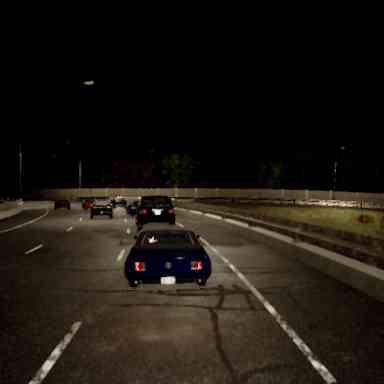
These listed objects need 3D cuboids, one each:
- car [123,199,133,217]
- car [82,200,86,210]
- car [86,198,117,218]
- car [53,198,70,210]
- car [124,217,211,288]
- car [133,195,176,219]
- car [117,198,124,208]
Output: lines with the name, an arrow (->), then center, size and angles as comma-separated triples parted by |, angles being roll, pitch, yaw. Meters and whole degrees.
car -> -5.174, 1.575, 32.009 | 1.994, 1.385, 4.181 | 0, 0, -17
car -> -13.211, 1.582, 43.512 | 1.994, 1.385, 4.181 | 0, 0, -23
car -> -8.195, 1.504, 30.048 | 2.128, 1.511, 4.902 | 0, 0, -16
car -> -16.927, 1.512, 43.252 | 2.128, 1.511, 4.902 | 0, 0, -24
car -> -0.699, 1.603, 9.306 | 1.895, 1.301, 4.718 | 0, 0, -5
car -> -2.359, 1.227, 20.621 | 2.150, 2.045, 5.566 | 0, 0, -11
car -> -10.012, 1.507, 44.933 | 2.128, 1.511, 4.902 | 0, 0, -23
